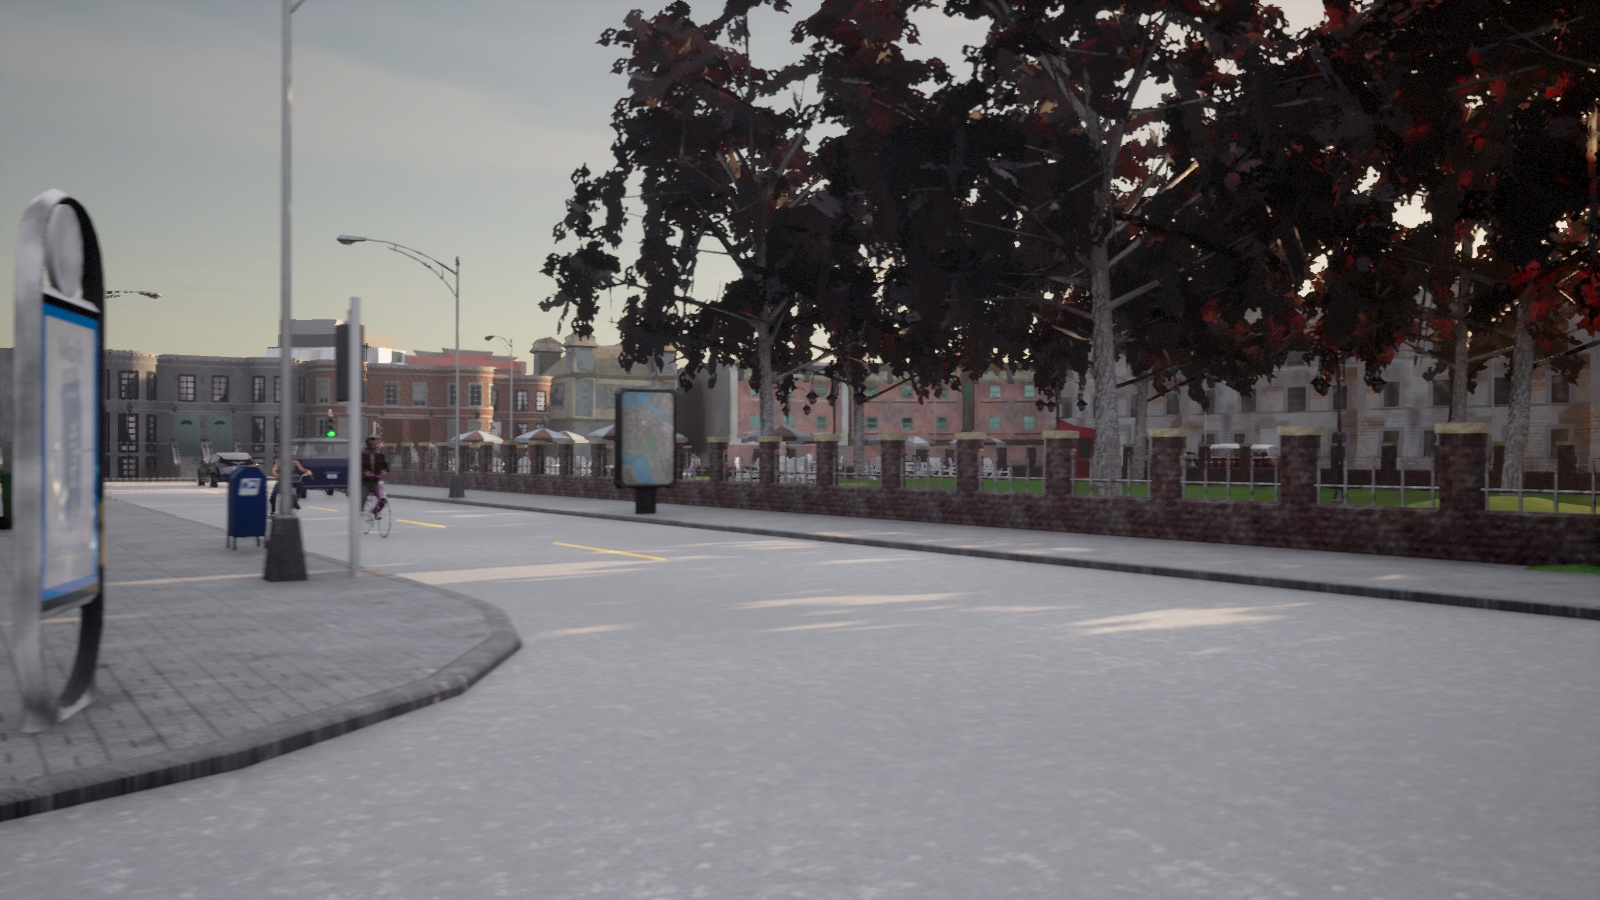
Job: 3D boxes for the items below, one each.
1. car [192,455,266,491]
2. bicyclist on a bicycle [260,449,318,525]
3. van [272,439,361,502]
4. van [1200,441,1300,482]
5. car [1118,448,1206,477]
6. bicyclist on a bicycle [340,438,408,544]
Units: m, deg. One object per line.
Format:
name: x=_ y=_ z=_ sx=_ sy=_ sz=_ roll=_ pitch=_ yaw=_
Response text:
car: x=-24.848 y=0.946 z=54.546 sx=2.163 sy=1.488 sz=4.792 roll=0 pitch=0 yaw=-34
bicyclist on a bicycle: x=-11.173 y=0.780 z=27.423 sx=0.866 sy=1.612 sz=1.509 roll=0 pitch=0 yaw=-34
van: x=-16.127 y=0.646 z=41.771 sx=1.775 sy=1.987 sz=4.442 roll=0 pitch=0 yaw=-34
van: x=23.089 y=0.588 z=64.591 sx=2.069 sy=2.038 sz=4.480 roll=0 pitch=0 yaw=-34
car: x=21.360 y=0.739 z=74.193 sx=2.242 sy=1.667 sz=4.611 roll=0 pitch=0 yaw=-34
bicyclist on a bicycle: x=-7.488 y=0.691 z=22.037 sx=0.659 sy=1.776 sz=1.843 roll=0 pitch=0 yaw=-34
